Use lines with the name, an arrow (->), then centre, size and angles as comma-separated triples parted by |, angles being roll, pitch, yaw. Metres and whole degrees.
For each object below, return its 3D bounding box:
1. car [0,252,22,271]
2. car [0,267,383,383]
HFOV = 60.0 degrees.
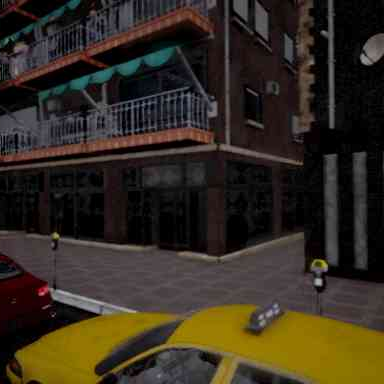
car -> -4.114, 1.661, 5.802 | 4.206, 1.307, 1.802 | -1, 0, 35
car -> 0.335, 1.539, 2.636 | 4.829, 1.417, 1.752 | -1, 0, 35
